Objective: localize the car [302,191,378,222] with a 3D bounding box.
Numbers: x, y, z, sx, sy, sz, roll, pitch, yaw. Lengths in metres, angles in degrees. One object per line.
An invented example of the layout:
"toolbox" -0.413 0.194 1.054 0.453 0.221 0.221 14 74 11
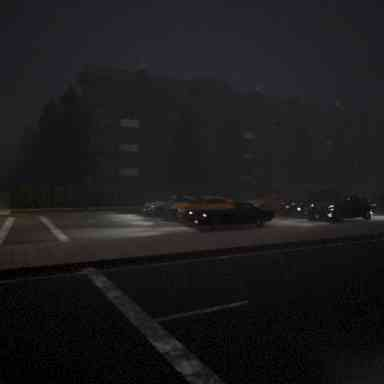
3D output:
"car" 10.083 0.996 22.638 4.553 1.767 2.097 0 1 -29

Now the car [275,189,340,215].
"car" 9.611 0.779 26.379 5.566 2.045 2.150 0 1 -29

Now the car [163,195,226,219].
"car" 0.944 1.016 21.562 5.008 1.535 1.882 0 1 -29

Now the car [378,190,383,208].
"car" 19.024 0.799 31.593 5.566 2.045 2.150 0 1 -29

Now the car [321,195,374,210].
"car" 15.860 1.031 33.856 5.357 1.411 2.033 0 1 -29

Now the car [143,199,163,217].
"car" -1.262 0.973 24.342 4.674 1.442 1.812 0 1 -29

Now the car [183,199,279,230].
"car" 2.154 1.228 18.239 4.718 1.301 1.895 0 1 -29

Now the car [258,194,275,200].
"car" 6.902 0.942 28.875 5.008 1.535 1.882 0 1 -29
